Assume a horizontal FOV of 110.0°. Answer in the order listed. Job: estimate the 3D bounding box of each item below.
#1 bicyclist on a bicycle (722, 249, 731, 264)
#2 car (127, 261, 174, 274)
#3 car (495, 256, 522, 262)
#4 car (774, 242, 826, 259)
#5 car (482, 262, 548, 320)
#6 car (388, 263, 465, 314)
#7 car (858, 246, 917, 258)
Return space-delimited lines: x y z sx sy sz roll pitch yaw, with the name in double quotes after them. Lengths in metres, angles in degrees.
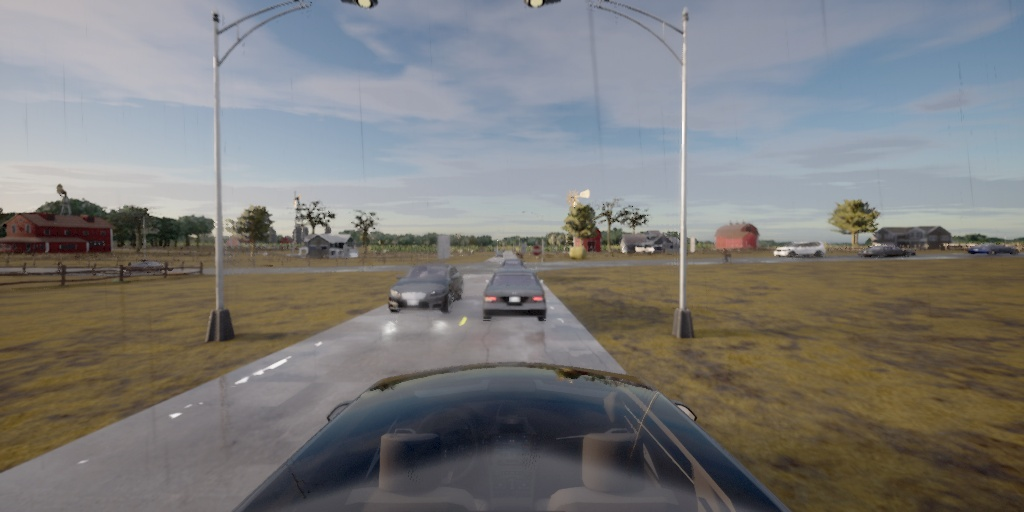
22.849 0.046 38.192 0.582 1.620 1.656 -1 1 0 "bicyclist on a bicycle"
-42.357 1.297 42.057 4.181 1.385 1.994 0 2 0 "car"
0.066 0.880 23.993 1.994 1.385 4.181 0 1 1 "car"
36.764 -0.788 45.764 5.566 2.045 2.150 -1 2 0 "car"
0.078 1.103 11.570 2.033 1.411 5.357 0 1 0 "car"
-2.842 1.024 12.747 2.128 1.511 4.902 0 1 0 "car"
44.045 -0.483 42.187 5.357 1.411 2.033 -1 2 0 "car"
